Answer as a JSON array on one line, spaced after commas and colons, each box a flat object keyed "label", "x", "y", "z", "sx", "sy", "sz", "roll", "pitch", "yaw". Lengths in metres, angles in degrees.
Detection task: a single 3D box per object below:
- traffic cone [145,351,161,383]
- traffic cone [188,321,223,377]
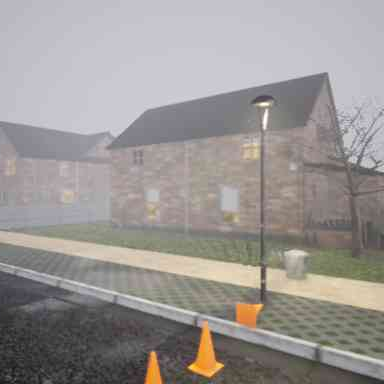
[{"label": "traffic cone", "x": -0.409, "y": 1.964, "z": 3.472, "sx": 0.340, "sy": 0.580, "sz": 0.340, "roll": 0, "pitch": 0, "yaw": 36}, {"label": "traffic cone", "x": 0.174, "y": 1.966, "z": 4.284, "sx": 0.340, "sy": 0.580, "sz": 0.340, "roll": 0, "pitch": 0, "yaw": 36}]
